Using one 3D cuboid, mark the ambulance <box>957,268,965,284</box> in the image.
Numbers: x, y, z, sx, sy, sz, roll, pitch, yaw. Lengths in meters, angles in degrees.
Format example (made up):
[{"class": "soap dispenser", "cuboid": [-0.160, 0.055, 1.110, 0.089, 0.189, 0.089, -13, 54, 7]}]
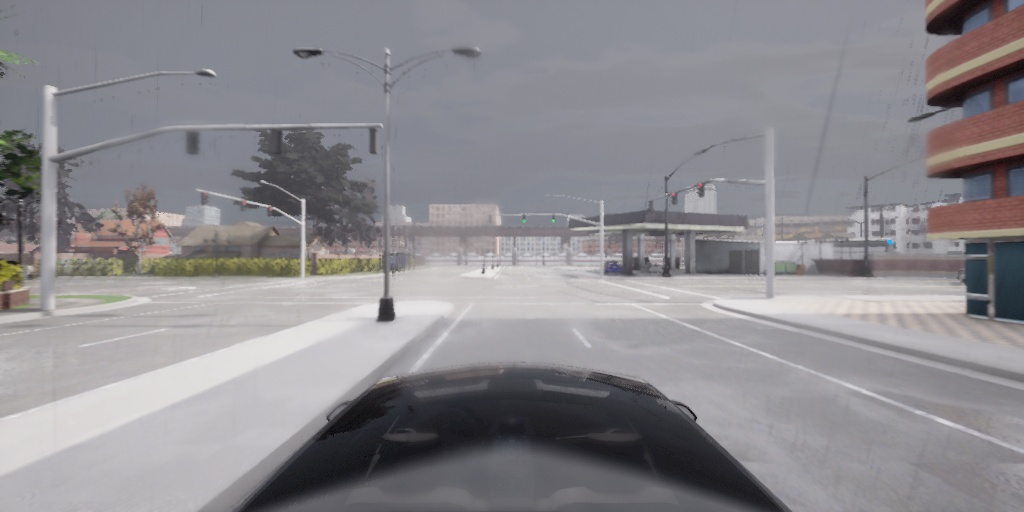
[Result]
[{"class": "ambulance", "cuboid": [39.252, 1.028, 28.279, 6.366, 2.431, 2.351, 0, -1, -1]}]
